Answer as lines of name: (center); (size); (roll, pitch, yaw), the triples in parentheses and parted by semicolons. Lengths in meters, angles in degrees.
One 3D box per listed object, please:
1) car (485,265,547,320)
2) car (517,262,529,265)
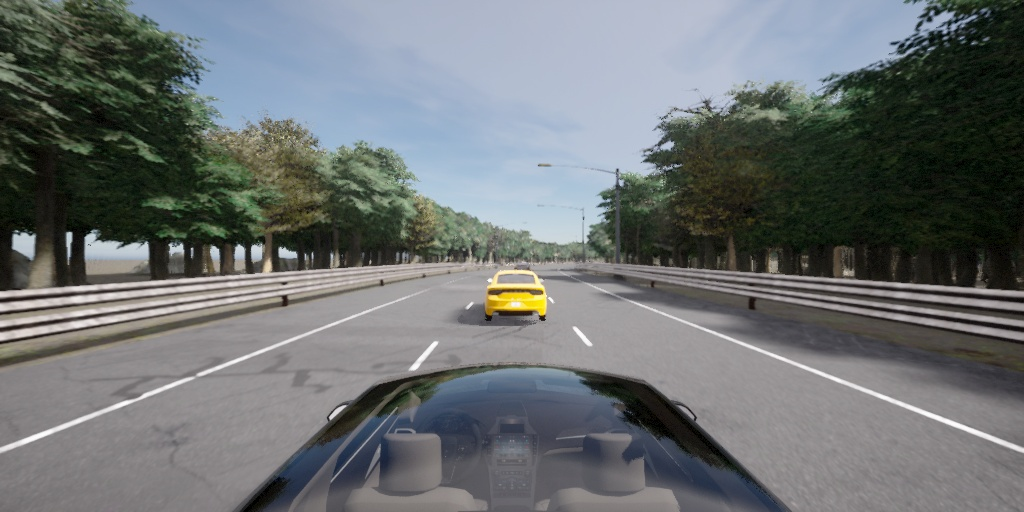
car: (0.131, 1.238, 12.720); (1.882, 1.535, 5.008); (0, 0, 0)
car: (1.361, 1.484, 44.324); (2.128, 1.511, 4.902); (0, -1, 4)
